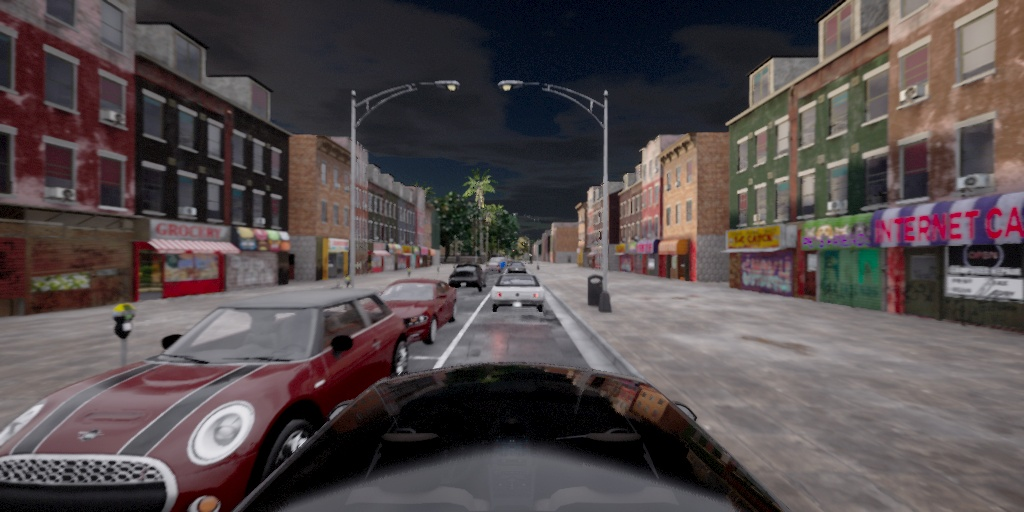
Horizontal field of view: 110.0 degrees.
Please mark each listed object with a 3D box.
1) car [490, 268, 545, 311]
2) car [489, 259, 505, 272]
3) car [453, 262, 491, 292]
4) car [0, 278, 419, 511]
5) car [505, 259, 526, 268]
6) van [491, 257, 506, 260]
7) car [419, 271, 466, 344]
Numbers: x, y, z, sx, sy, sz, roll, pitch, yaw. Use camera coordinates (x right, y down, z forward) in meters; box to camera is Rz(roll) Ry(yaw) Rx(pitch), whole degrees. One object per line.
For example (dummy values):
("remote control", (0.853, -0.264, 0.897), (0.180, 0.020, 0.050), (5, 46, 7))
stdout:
("car", (0.217, 1.353, 14.339), (1.895, 1.301, 4.718), (0, 0, 1))
("car", (-2.164, 1.340, 42.314), (1.802, 1.307, 4.207), (0, 0, 1))
("car", (-2.529, 1.242, 21.349), (1.837, 1.490, 4.892), (0, 0, 1))
("car", (-2.632, 1.175, 4.070), (1.967, 1.591, 4.097), (0, 0, 1))
("car", (0.529, 1.331, 39.224), (1.994, 1.385, 4.181), (0, 0, 1))
("van", (-2.097, 1.109, 47.778), (1.690, 1.789, 3.998), (0, 0, 1))
("car", (-2.565, 1.281, 9.534), (1.888, 1.381, 4.507), (0, 0, 1))
